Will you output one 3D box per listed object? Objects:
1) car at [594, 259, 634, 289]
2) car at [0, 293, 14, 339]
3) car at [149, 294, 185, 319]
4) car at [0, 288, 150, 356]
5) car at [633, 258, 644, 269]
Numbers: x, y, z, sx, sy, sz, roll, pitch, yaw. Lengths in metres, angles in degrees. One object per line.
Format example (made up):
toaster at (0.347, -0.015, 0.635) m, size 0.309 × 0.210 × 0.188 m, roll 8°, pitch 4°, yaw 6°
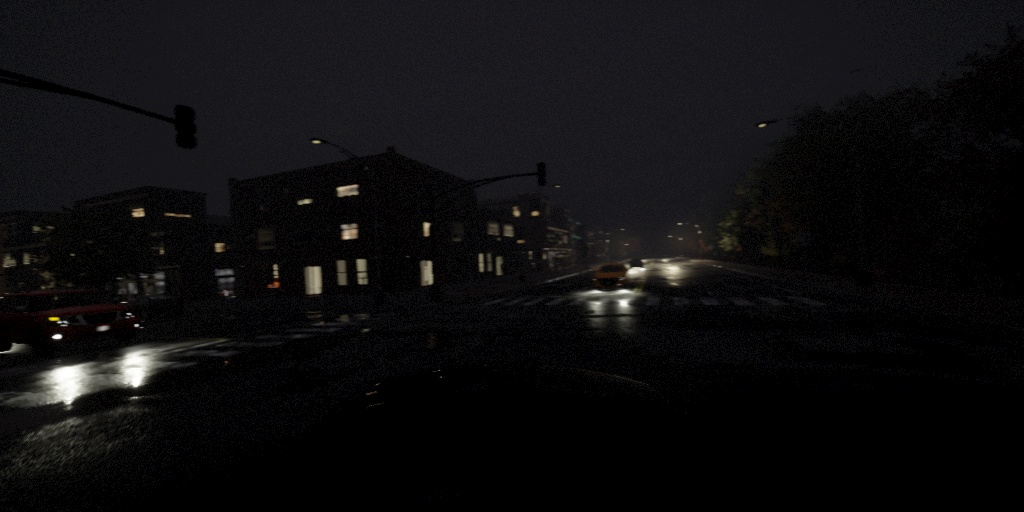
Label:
car at (6.492, 1.218, 23.116) m, size 1.882 × 1.535 × 5.008 m, roll -3°, pitch 0°, yaw 22°
car at (-26.190, 2.922, 16.663) m, size 5.566 × 2.045 × 2.150 m, roll -4°, pitch 0°, yaw 21°
car at (-21.264, 2.962, 21.132) m, size 4.403 × 1.370 × 2.007 m, roll 0°, pitch 0°, yaw 21°
car at (-16.024, 2.204, 12.768) m, size 5.566 × 2.045 × 2.150 m, roll -4°, pitch -1°, yaw 21°
car at (17.438, 1.071, 50.239) m, size 1.812 × 1.442 × 4.674 m, roll -3°, pitch 0°, yaw 22°
